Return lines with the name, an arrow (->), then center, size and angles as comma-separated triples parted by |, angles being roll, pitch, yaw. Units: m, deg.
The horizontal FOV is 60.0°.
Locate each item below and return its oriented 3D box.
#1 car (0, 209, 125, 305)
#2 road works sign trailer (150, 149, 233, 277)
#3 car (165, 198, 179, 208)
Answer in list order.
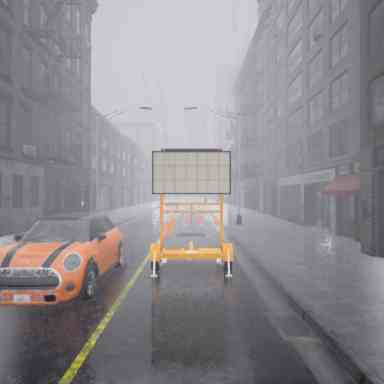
car -> -3.112, 1.359, 8.320 | 2.097, 1.767, 4.553 | 0, 0, 0
road works sign trailer -> -0.014, 0.474, 10.264 | 2.380, 3.560, 2.880 | 0, 0, 0
car -> -3.077, 1.628, 51.705 | 1.812, 1.442, 4.674 | 0, 0, 0
